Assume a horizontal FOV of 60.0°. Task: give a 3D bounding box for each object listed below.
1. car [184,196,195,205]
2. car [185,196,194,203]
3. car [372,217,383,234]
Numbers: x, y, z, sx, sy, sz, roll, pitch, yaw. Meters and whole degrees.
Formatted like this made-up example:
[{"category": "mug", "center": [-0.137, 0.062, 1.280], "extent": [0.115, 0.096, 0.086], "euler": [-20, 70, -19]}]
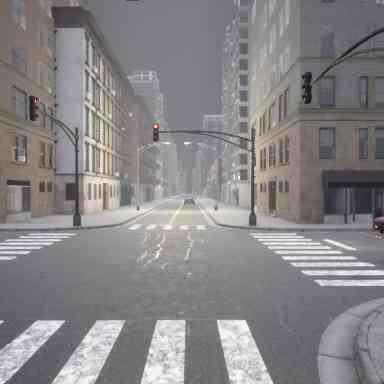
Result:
[{"category": "car", "center": [-0.456, 1.541, 59.184], "extent": [1.812, 1.442, 4.674], "euler": [0, 0, 0]}, {"category": "car", "center": [-0.535, 1.548, 69.189], "extent": [1.812, 1.442, 4.674], "euler": [0, 0, 0]}, {"category": "car", "center": [11.644, 1.529, 16.987], "extent": [4.507, 1.381, 1.887], "euler": [0, 0, 0]}]
